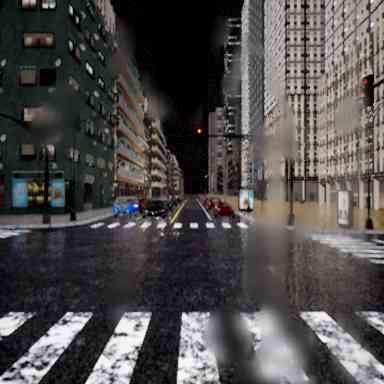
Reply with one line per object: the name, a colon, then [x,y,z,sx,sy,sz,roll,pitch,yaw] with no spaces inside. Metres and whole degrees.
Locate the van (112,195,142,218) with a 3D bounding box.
van: [-5.678,1.298,28.790,1.690,1.788,3.998,0,0,0]

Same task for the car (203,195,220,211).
car: [2.704,1.382,39.844,1.967,1.590,4.097,0,0,0]

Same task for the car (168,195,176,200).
car: [-5.671,1.465,95.121,1.947,1.339,4.313,0,0,0]

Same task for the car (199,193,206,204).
car: [2.706,1.364,56.426,1.967,1.590,4.097,0,0,0]

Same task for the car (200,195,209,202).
car: [2.707,1.456,73.009,1.887,1.381,4.507,0,0,0]

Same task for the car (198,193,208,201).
car: [2.710,1.219,84.064,2.192,1.841,5.009,0,0,0]

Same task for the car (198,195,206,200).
car: [2.709,1.452,89.592,2.008,1.369,4.403,0,0,0]

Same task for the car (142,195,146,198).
car: [-5.677,1.264,34.317,2.192,1.841,5.009,0,0,0]

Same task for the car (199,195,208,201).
car: [2.708,1.489,78.537,1.802,1.307,4.206,0,0,0]

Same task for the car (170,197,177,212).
car: [-3.084,1.545,38.612,1.895,1.301,4.718,0,0,0]

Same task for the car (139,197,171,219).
car: [-3.086,1.461,28.742,1.837,1.490,4.892,0,0,0]

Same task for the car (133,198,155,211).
car: [-5.678,1.487,39.846,1.887,1.381,4.507,0,0,0]

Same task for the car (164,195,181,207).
car: [-3.091,1.495,48.874,1.994,1.385,4.181,0,0,-1]

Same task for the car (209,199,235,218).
car: [2.702,1.538,28.788,1.802,1.307,4.206,0,0,0]

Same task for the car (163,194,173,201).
car: [-5.672,1.347,78.538,1.967,1.590,4.097,0,0,0]
